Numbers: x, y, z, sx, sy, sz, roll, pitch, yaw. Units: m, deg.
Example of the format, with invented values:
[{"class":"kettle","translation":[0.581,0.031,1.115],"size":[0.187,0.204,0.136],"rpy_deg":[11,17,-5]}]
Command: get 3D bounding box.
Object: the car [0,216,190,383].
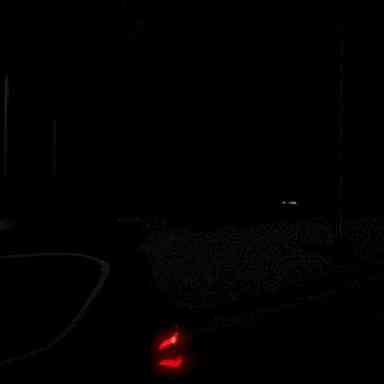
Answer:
[{"class":"car","translation":[-2.607,1.221,1.520],"size":[5.566,2.045,2.150],"rpy_deg":[0,0,-35]}]
